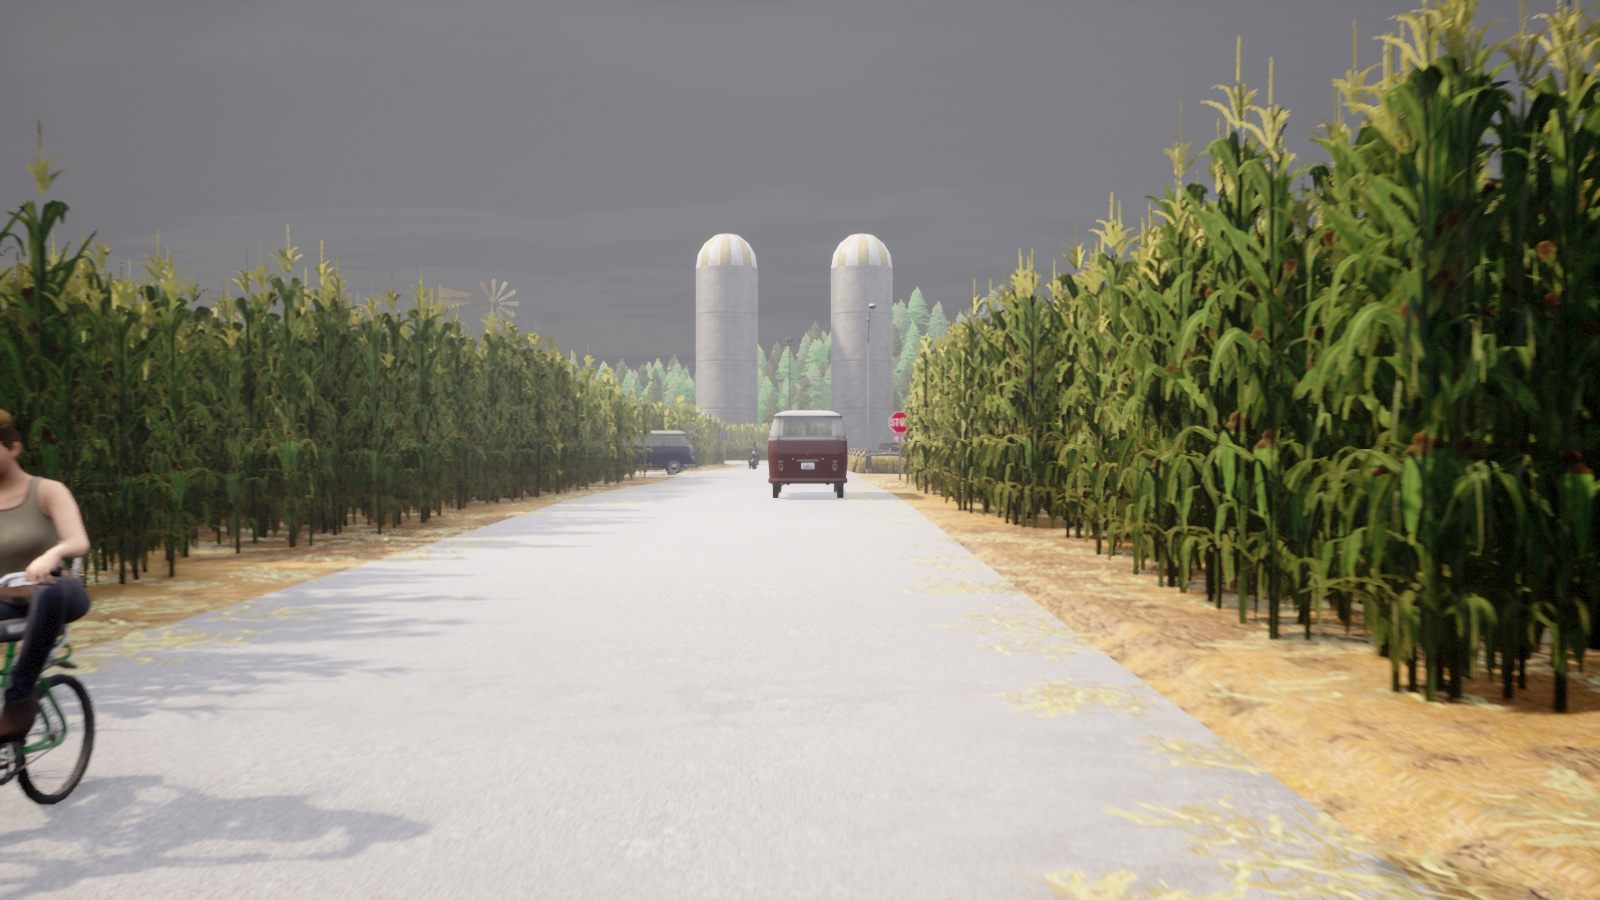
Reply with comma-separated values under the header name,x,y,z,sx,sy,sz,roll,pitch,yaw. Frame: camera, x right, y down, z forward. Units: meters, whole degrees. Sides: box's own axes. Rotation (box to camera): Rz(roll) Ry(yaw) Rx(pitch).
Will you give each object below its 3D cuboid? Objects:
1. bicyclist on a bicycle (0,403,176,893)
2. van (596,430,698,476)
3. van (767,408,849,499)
name,x,y,z,sx,sy,sz,roll,pitch,yaw
bicyclist on a bicycle,-3.068,0.648,4.538,0.866,1.612,1.509,0,1,0
van,-6.849,0.110,55.961,4.442,1.987,1.775,0,0,-9
van,0.184,0.077,29.651,1.775,1.987,4.442,0,0,0
